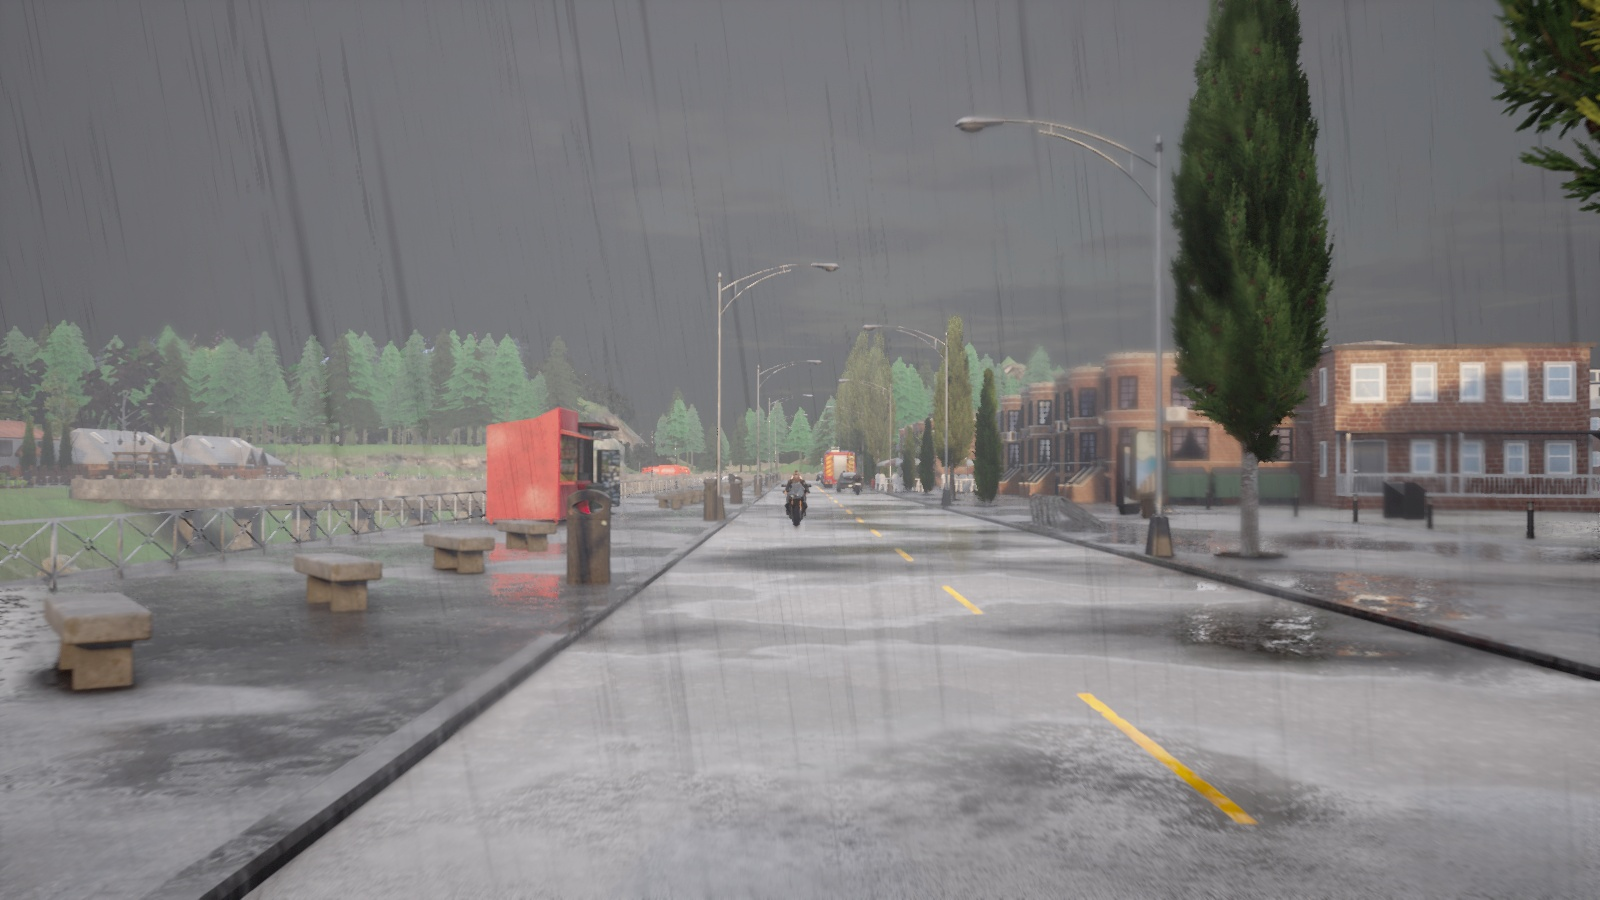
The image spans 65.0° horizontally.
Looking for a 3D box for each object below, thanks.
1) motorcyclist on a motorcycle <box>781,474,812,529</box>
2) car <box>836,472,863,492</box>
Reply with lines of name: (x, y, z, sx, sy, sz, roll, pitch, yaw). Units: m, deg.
motorcyclist on a motorcycle: (-0.093, 1.455, 36.140, 0.866, 1.530, 2.191, 0, -1, 0)
car: (3.752, 2.406, 95.683, 1.837, 1.490, 4.892, 0, -1, 0)
